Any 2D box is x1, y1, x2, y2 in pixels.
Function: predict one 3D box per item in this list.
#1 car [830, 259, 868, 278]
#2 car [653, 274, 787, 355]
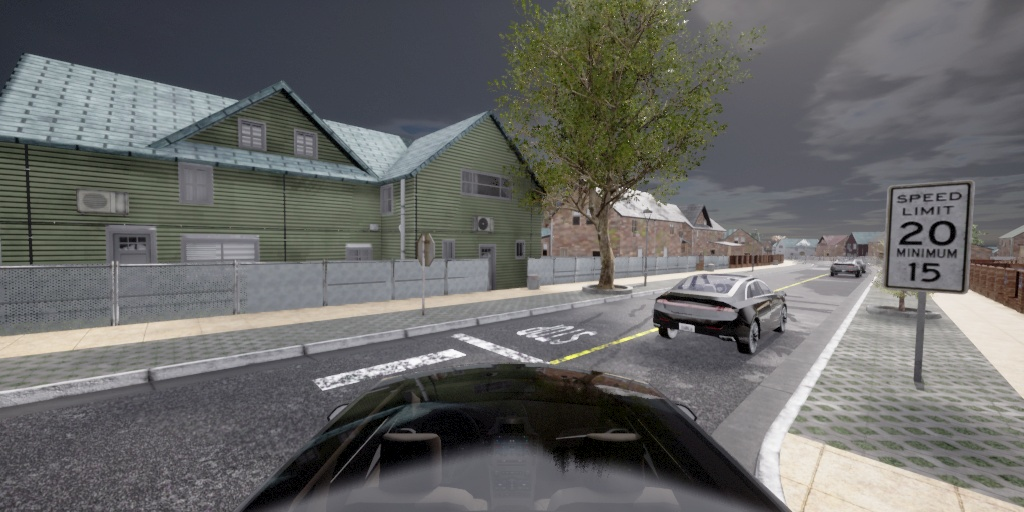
[{"bbox_3d":[29.474,1.041,31.585,4.902,1.511,2.128,0,2,-43],"label":"car"},{"bbox_3d":[5.200,1.181,8.702,4.902,1.511,2.128,0,2,-43],"label":"car"}]
